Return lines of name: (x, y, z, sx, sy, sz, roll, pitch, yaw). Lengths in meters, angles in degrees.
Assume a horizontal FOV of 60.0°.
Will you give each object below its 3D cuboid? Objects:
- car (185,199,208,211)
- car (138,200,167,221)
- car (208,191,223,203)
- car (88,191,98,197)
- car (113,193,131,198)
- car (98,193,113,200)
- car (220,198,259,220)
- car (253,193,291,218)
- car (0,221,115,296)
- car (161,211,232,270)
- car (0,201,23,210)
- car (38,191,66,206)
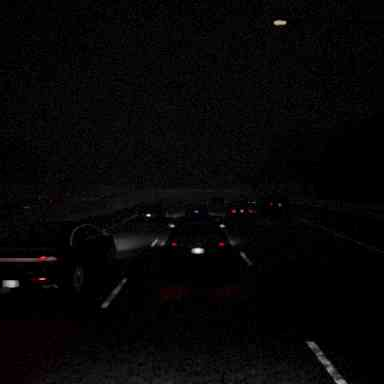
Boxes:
car: (0.383, 1.376, 28.677, 1.882, 1.535, 5.008, 0, 1, 1)
car: (-3.142, 1.420, 26.690, 1.837, 1.490, 4.892, 0, 0, 1)
car: (4.113, 1.047, 54.941, 1.882, 1.535, 5.008, 0, 1, 1)
car: (-23.584, 0.588, 79.279, 1.837, 1.490, 4.892, 0, 1, 1)
car: (-13.268, 0.922, 65.217, 2.128, 1.511, 4.902, 0, 1, 1)
car: (-16.737, 0.853, 67.050, 1.882, 1.535, 5.008, 0, 1, 1)
car: (3.766, 1.458, 27.233, 2.033, 1.411, 5.357, 0, 0, 1)
car: (7.176, 1.113, 29.502, 2.150, 2.045, 5.566, 0, 1, 2)
car: (-3.346, 1.490, 8.613, 2.128, 1.511, 4.902, 0, 0, 0)
car: (0.177, 1.558, 11.015, 1.994, 1.385, 4.181, 0, 0, 1)
car: (-13.882, 1.416, 23.509, 1.882, 1.535, 5.008, 0, 0, 1)
car: (-20.528, 0.881, 49.010, 2.150, 2.045, 5.566, 0, 1, 1)
